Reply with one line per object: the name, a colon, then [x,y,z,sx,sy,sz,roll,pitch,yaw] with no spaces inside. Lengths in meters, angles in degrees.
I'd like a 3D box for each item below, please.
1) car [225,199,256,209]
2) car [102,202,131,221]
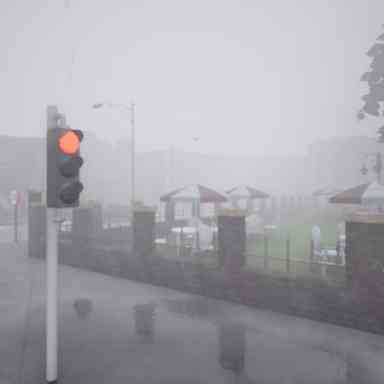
car: [6.457,1.469,44.159,4.892,1.490,1.837,0,-2,-40]
car: [-6.591,1.524,26.352,1.994,1.385,4.181,0,0,35]
